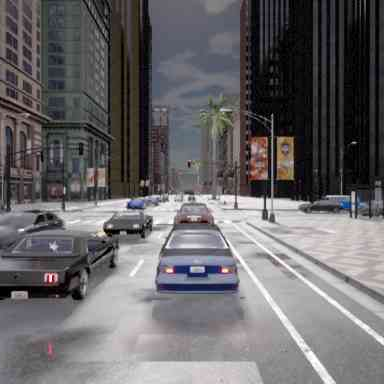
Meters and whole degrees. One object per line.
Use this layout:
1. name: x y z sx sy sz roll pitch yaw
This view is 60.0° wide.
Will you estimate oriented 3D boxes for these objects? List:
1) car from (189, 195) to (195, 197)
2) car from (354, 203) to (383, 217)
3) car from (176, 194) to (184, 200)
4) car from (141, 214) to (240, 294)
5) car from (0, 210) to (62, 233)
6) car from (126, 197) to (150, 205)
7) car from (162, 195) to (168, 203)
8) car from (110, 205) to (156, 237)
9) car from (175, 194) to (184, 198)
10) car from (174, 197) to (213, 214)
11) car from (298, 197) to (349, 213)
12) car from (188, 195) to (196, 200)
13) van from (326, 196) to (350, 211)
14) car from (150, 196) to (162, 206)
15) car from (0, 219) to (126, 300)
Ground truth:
1. car: -0.028 1.526 81.237 1.812 1.442 4.674 0 0 0
2. car: 17.061 1.547 29.596 4.403 1.369 2.008 0 0 0
3. car: -3.281 1.313 90.387 1.882 1.535 5.008 0 0 0
4. car: 0.099 1.547 8.945 2.033 1.411 5.357 0 0 0
5. car: -6.603 1.506 13.167 1.837 1.490 4.892 0 -1 0
6. car: -6.611 1.477 39.862 1.882 1.535 5.008 0 0 0
7. car: -6.529 1.565 68.470 1.994 1.385 4.181 0 0 0
8. car: -3.160 1.600 17.484 1.895 1.301 4.718 0 0 0
9. car: -3.278 1.519 80.384 1.812 1.442 4.674 0 0 0
10. car: 0.114 1.351 18.388 2.097 1.767 4.553 0 0 0
11. car: 13.726 1.508 35.454 4.674 1.442 1.812 0 0 2
12. car: -0.032 1.543 91.458 2.033 1.411 5.357 0 0 0
13. van: 17.054 1.313 38.121 3.998 1.788 1.690 0 0 0
14. car: -6.610 1.526 55.341 1.812 1.442 4.674 0 0 0
15. car: -3.152 1.600 8.317 1.895 1.301 4.718 0 0 0
